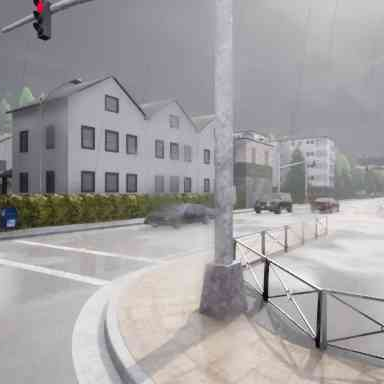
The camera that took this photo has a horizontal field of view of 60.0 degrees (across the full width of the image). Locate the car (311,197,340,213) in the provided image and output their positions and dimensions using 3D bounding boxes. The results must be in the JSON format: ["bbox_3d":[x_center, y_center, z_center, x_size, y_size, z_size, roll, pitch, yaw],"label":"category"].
[{"bbox_3d":[13.516,1.289,33.608,1.882,1.535,5.008,0,0,35],"label":"car"}]

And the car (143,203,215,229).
[{"bbox_3d":[-0.511,1.360,20.206,2.033,1.411,5.357,0,0,35],"label":"car"}]

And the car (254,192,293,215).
[{"bbox_3d":[7.962,1.034,32.140,2.150,2.045,5.566,0,0,36],"label":"car"}]
